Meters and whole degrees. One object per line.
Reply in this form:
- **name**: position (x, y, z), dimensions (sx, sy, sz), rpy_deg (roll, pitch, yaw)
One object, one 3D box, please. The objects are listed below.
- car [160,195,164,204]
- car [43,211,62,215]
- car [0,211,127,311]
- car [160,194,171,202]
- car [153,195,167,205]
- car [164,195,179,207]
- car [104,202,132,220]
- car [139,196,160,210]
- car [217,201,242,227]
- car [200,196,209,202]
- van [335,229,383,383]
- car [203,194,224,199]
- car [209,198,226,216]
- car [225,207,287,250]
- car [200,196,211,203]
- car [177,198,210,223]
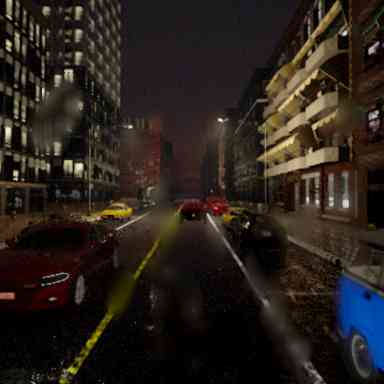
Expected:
- **car**: position (-5.676, 1.492, 48.071), dimensions (2.008, 1.369, 4.403), rpy_deg (1, 0, 0)
- **car**: position (-5.678, 1.535, 14.132), dimensions (2.008, 1.369, 4.403), rpy_deg (1, 0, 0)
- **car**: position (-3.101, 1.469, 8.083), dimensions (1.882, 1.535, 5.008), rpy_deg (0, 0, 0)
- **car**: position (-5.672, 1.351, 70.696), dimensions (1.967, 1.590, 4.097), rpy_deg (1, 0, 0)
- **car**: position (-5.673, 1.367, 59.383), dimensions (1.967, 1.590, 4.097), rpy_deg (1, 0, 0)
- **car**: position (-3.078, 1.443, 50.056), dimensions (1.837, 1.490, 4.892), rpy_deg (0, 0, 0)
- **car**: position (-5.677, 1.496, 25.275), dimensions (1.752, 1.417, 4.829), rpy_deg (1, 0, 0)
- **car**: position (-5.676, 1.499, 42.414), dimensions (2.008, 1.369, 4.403), rpy_deg (1, 0, 0)
- **car**: position (2.714, 1.503, 19.920), dimensions (1.752, 1.417, 4.829), rpy_deg (1, 0, 0)
- **car**: position (2.673, 1.493, 70.658), dimensions (1.802, 1.307, 4.206), rpy_deg (1, 0, 0)
- **van**: position (2.704, 1.339, 2.782), dimensions (1.690, 1.788, 3.998), rpy_deg (1, 0, 0)
- **car**: position (2.674, 1.271, 36.719), dimensions (2.192, 1.841, 5.009), rpy_deg (1, 0, 0)
- **car**: position (2.670, 1.545, 31.063), dimensions (1.802, 1.307, 4.206), rpy_deg (1, 0, 0)
- **car**: position (2.708, 1.551, 14.094), dimensions (1.947, 1.339, 4.313), rpy_deg (1, 0, 0)
- **car**: position (2.673, 1.485, 65.001), dimensions (1.947, 1.339, 4.313), rpy_deg (1, 0, 0)
- **car**: position (0.101, 1.448, 25.057), dimensions (1.882, 1.535, 5.008), rpy_deg (0, 0, 0)
